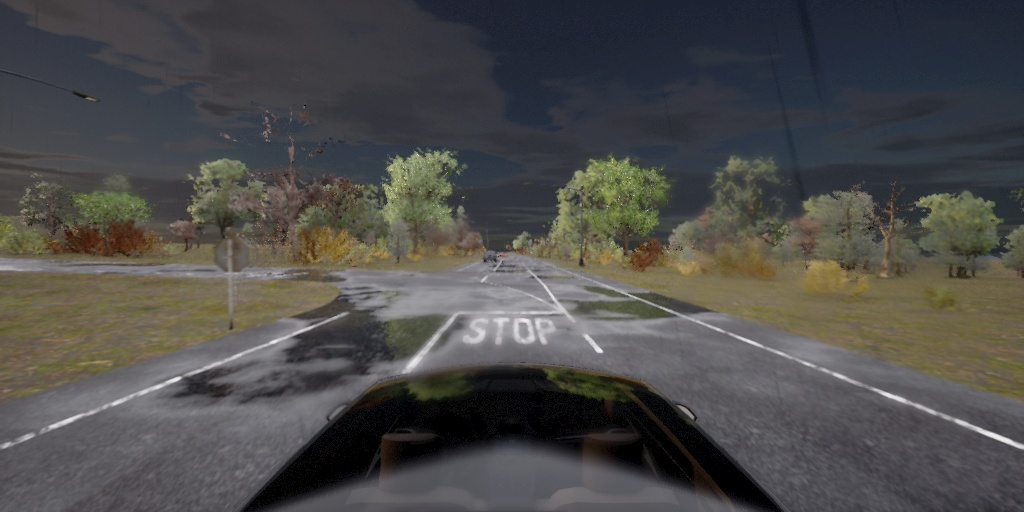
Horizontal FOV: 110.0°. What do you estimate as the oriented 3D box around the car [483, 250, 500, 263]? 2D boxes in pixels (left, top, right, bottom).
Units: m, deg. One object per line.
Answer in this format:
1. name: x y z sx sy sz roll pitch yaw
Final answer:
1. car: -3.685 0.037 60.657 2.150 2.045 5.566 0 1 -1
